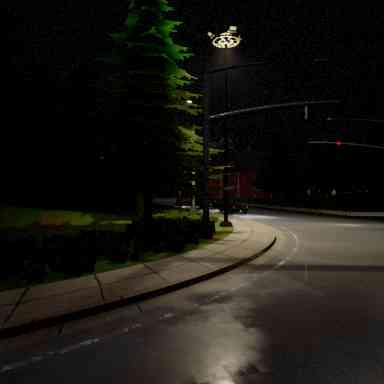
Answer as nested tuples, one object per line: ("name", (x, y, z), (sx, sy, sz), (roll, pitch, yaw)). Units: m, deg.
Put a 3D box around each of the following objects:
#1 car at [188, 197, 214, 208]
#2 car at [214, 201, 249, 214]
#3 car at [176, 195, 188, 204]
("car", (1.644, 1.222, 45.338), (2.150, 2.045, 5.566), (0, 0, -16))
("car", (4.335, 1.601, 35.653), (1.895, 1.301, 4.718), (0, 0, -15))
("car", (-1.243, 1.352, 55.223), (2.097, 1.767, 4.553), (0, 0, -17))
